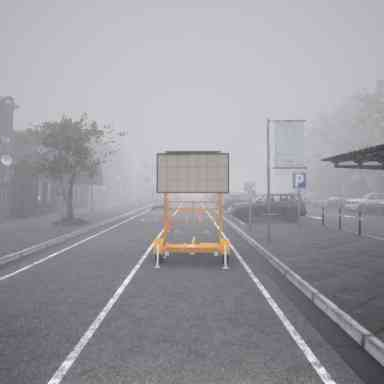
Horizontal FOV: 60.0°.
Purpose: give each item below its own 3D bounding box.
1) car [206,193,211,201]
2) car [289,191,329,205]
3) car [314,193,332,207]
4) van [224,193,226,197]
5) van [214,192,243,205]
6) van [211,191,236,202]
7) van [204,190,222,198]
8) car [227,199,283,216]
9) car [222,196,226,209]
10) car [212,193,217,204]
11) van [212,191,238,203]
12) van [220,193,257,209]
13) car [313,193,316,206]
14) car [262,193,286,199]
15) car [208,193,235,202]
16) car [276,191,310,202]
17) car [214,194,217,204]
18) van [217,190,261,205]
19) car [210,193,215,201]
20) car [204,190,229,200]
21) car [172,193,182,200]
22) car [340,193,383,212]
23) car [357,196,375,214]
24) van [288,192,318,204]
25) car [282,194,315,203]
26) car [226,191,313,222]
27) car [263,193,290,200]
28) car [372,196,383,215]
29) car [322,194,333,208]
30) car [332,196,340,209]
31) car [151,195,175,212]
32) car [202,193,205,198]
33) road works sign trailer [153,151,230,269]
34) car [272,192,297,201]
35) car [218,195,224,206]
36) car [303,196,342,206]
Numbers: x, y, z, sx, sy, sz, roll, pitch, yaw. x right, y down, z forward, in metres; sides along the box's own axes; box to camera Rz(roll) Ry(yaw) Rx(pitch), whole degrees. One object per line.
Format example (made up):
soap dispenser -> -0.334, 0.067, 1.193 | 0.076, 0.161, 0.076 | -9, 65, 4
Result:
car -> 5.607, 0.912, 55.742 | 5.566, 2.045, 2.435 | 0, 1, 0
car -> 18.749, 0.942, 53.563 | 5.566, 2.045, 2.435 | 0, 1, 0
car -> 18.932, 1.296, 42.460 | 5.366, 1.575, 1.946 | 0, 0, 0
van -> 5.807, 1.125, 33.310 | 4.442, 1.987, 1.878 | 0, 0, 0
van -> 5.759, 0.973, 52.942 | 4.442, 1.987, 1.878 | 0, 1, 0
van -> 5.739, 0.866, 61.350 | 4.442, 1.987, 1.878 | 0, 1, 0
van -> 5.444, 0.541, 86.577 | 4.442, 1.987, 1.878 | 0, 1, 0
car -> 5.699, 1.405, 30.508 | 4.674, 1.452, 2.002 | 0, 0, 0
car -> 5.518, 1.376, 27.704 | 5.366, 1.575, 1.946 | 0, 0, 0
car -> 5.653, 1.298, 47.334 | 4.674, 1.452, 2.002 | 0, 1, 0
van -> 5.745, 0.902, 58.547 | 4.442, 1.987, 1.878 | 0, 1, 0
van -> 5.786, 1.077, 41.722 | 4.442, 1.987, 1.878 | 0, 0, 0
car -> 18.711, 1.310, 45.231 | 4.792, 1.488, 2.163 | 0, 1, 0
car -> 18.673, 0.908, 75.771 | 4.892, 1.521, 2.231 | 0, 1, 0
car -> 5.609, 1.057, 64.156 | 4.892, 1.521, 2.231 | 0, 1, 0
car -> 18.729, 0.835, 61.889 | 5.566, 2.045, 2.435 | 0, 1, 0
car -> 5.692, 1.313, 44.527 | 4.792, 1.488, 2.163 | 0, 0, 0
van -> 5.560, 1.096, 38.920 | 4.442, 1.987, 1.878 | 0, 0, 0
car -> 5.655, 1.230, 50.137 | 4.892, 1.521, 2.231 | 0, 1, 0
car -> 5.560, 0.660, 75.364 | 5.566, 2.045, 2.435 | 0, 1, 0
car -> -3.327, 0.816, 72.959 | 2.097, 1.767, 4.553 | 0, 1, 0
car -> 18.739, 1.097, 34.129 | 5.566, 2.045, 2.435 | 0, 0, 0
car -> 18.779, 1.362, 31.354 | 5.008, 1.535, 2.097 | 0, 0, 0
van -> 18.831, 0.931, 56.339 | 4.442, 1.987, 1.878 | 0, 1, 0
car -> 18.893, 1.119, 59.117 | 5.366, 1.575, 1.946 | 0, 1, 0
car -> 5.682, 1.142, 24.900 | 5.566, 2.045, 2.435 | 0, 0, 0
car -> 18.488, 0.940, 72.994 | 5.366, 1.575, 1.946 | 0, 1, 0
car -> 18.786, 1.376, 28.578 | 5.008, 1.535, 2.097 | 0, 0, 0
car -> 18.749, 1.318, 39.682 | 5.008, 1.535, 2.097 | 0, 0, 0
car -> 18.755, 1.335, 36.904 | 4.892, 1.521, 2.231 | 0, 0, 0
car -> -3.388, 1.376, 36.821 | 2.033, 1.411, 5.357 | 0, 0, 0
car -> 5.566, 0.696, 72.561 | 5.566, 2.045, 2.435 | 0, 1, 0
road works sign trailer -> 0.036, 0.441, 11.128 | 2.380, 3.560, 2.880 | 0, 0, 2
car -> 18.718, 0.889, 67.443 | 4.553, 1.767, 2.185 | 0, 1, 0
car -> 5.678, 1.337, 36.115 | 5.008, 1.535, 2.097 | 0, 0, 0
car -> 18.763, 1.282, 48.015 | 4.792, 1.488, 2.163 | 0, 1, 0
